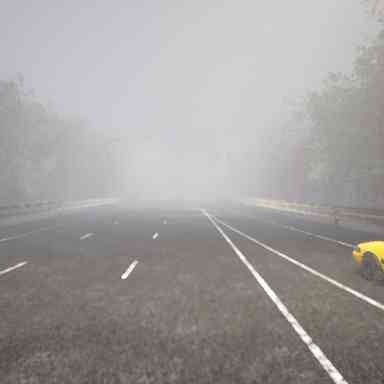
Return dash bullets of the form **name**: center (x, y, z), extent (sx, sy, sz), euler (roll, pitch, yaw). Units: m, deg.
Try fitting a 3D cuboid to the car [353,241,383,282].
- **car**: center (5.423, 1.414, 6.711), extent (1.801, 1.575, 5.366), euler (0, 0, -6)
